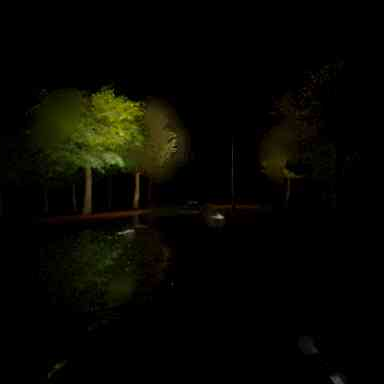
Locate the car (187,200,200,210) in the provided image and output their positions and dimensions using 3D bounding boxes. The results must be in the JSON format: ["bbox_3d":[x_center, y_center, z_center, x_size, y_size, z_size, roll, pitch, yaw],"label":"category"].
[{"bbox_3d":[0.171,2.156,54.977,1.837,1.490,4.892,0,-1,0],"label":"car"}]

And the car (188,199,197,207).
[{"bbox_3d":[0.094,2.403,72.249,1.882,1.535,5.008,0,-1,0],"label":"car"}]
